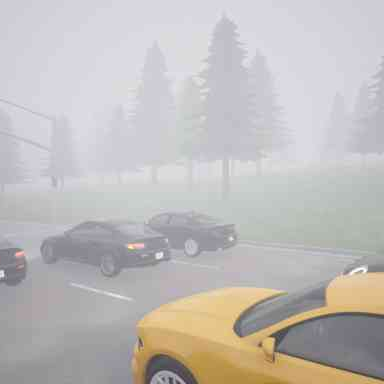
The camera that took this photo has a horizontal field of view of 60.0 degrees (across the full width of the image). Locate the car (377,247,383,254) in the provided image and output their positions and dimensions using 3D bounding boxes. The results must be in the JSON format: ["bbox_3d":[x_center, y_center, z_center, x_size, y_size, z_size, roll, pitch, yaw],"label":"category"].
[{"bbox_3d":[4.647,1.352,4.976,4.553,1.767,2.097,0,0,36],"label":"car"}]

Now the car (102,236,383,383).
[{"bbox_3d":[1.661,1.478,2.809,5.008,1.535,1.882,0,0,36],"label":"car"}]

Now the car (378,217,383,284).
[{"bbox_3d":[7.156,1.478,7.487,5.008,1.535,1.882,0,0,35],"label":"car"}]

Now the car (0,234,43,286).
[{"bbox_3d":[-5.837,1.526,8.135,4.674,1.442,1.812,0,0,36],"label":"car"}]

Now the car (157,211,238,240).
[{"bbox_3d":[-0.646,1.478,13.019,5.008,1.535,1.882,0,0,36],"label":"car"}]

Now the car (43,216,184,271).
[{"bbox_3d":[-2.732,1.526,10.208,4.674,1.442,1.812,0,0,36],"label":"car"}]
